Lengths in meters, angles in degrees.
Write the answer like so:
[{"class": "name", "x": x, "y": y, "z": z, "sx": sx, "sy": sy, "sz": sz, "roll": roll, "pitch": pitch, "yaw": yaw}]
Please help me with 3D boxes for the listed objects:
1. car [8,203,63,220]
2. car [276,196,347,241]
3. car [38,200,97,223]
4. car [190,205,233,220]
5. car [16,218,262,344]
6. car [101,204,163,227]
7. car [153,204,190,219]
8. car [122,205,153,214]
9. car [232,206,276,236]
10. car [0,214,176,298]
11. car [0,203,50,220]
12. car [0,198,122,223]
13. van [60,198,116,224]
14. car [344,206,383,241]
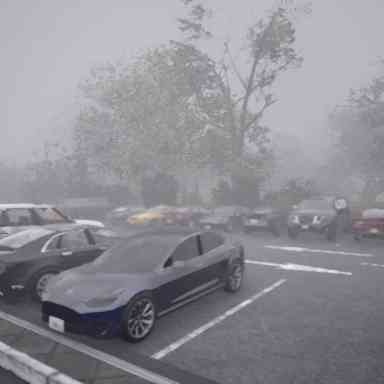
[{"class": "car", "x": -15.837, "y": 1.962, "z": 33.814, "sx": 2.002, "sy": 1.452, "sz": 4.674, "roll": -1, "pitch": -1, "yaw": 36}, {"class": "car", "x": 6.820, "y": 1.273, "z": 17.637, "sx": 2.435, "sy": 2.045, "sz": 5.566, "roll": -1, "pitch": -1, "yaw": 35}, {"class": "car", "x": -11.327, "y": 1.706, "z": 30.554, "sx": 2.185, "sy": 1.767, "sz": 4.553, "roll": -1, "pitch": -1, "yaw": 35}, {"class": "car", "x": 2.285, "y": 1.629, "z": 20.862, "sx": 2.163, "sy": 1.488, "sz": 4.792, "roll": -1, "pitch": -1, "yaw": 35}, {"class": "car", "x": -0.621, "y": 1.551, "z": 6.878, "sx": 2.163, "sy": 1.488, "sz": 4.792, "roll": -1, "pitch": 0, "yaw": 35}, {"class": "car", "x": -4.507, "y": 1.754, "z": 25.729, "sx": 2.002, "sy": 1.452, "sz": 4.674, "roll": -1, "pitch": -1, "yaw": 35}, {"class": "car", "x": 0.030, "y": 1.637, "z": 22.496, "sx": 2.097, "sy": 1.535, "sz": 5.008, "roll": -1, "pitch": -1, "yaw": 35}, {"class": "car", "x": -2.345, "y": 1.673, "z": 23.965, "sx": 1.946, "sy": 1.575, "sz": 5.366, "roll": -1, "pitch": -1, "yaw": 35}, {"class": "car", "x": 4.588, "y": 1.591, "z": 19.295, "sx": 2.163, "sy": 1.488, "sz": 4.792, "roll": -1, "pitch": -1, "yaw": 35}, {"class": "car", "x": -2.887, "y": 1.559, "z": 8.520, "sx": 2.231, "sy": 1.521, "sz": 4.892, "roll": -1, "pitch": -1, "yaw": 35}, {"class": "car", "x": -18.103, "y": 1.970, "z": 35.436, "sx": 2.097, "sy": 1.535, "sz": 5.008, "roll": -1, "pitch": -1, "yaw": 36}, {"class": "car", "x": -5.158, "y": 1.345, "z": 10.176, "sx": 2.435, "sy": 2.045, "sz": 5.566, "roll": -1, "pitch": -1, "yaw": 35}, {"class": "van", "x": -8.979, "y": 1.564, "z": 29.060, "sx": 1.878, "sy": 1.987, "sz": 4.442, "roll": -1, "pitch": -1, "yaw": 35}, {"class": "car", "x": 9.106, "y": 1.491, "z": 16.039, "sx": 2.097, "sy": 1.535, "sz": 5.008, "roll": -1, "pitch": -1, "yaw": 35}]
